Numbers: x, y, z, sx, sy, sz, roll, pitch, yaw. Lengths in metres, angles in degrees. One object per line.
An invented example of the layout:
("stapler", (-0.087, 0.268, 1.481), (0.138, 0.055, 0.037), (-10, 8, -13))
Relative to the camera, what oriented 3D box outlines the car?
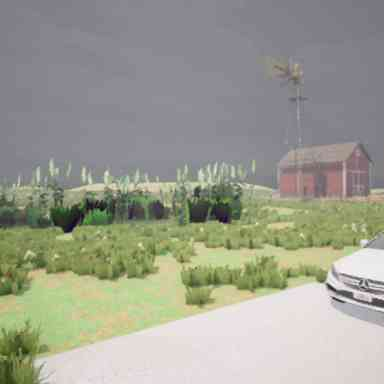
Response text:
("car", (4.700, 1.421, 6.787), (4.674, 1.442, 1.812), (-1, 0, -35))
